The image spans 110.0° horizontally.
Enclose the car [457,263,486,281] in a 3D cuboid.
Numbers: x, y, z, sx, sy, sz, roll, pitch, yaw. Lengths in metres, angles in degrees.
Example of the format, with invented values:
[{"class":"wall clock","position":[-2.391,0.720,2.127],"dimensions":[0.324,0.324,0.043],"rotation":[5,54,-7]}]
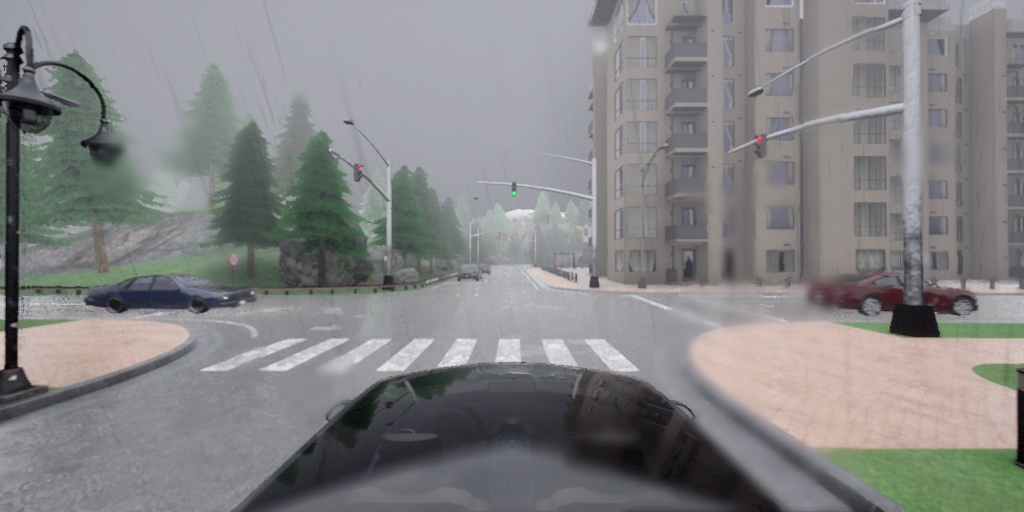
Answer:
[{"class":"car","position":[-3.762,1.464,32.513],"dimensions":[1.837,1.490,4.892],"rotation":[0,0,1]}]

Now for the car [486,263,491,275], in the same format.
[{"class":"car","position":[-3.653,1.591,44.203],"dimensions":[1.994,1.385,4.181],"rotation":[0,0,1]}]

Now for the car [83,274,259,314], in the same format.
[{"class":"car","position":[-12.830,1.392,13.634],"dimensions":[5.357,1.411,2.033],"rotation":[0,0,1]}]

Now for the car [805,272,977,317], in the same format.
[{"class":"car","position":[13.679,1.346,13.090],"dimensions":[5.008,1.535,1.882],"rotation":[0,0,1]}]
